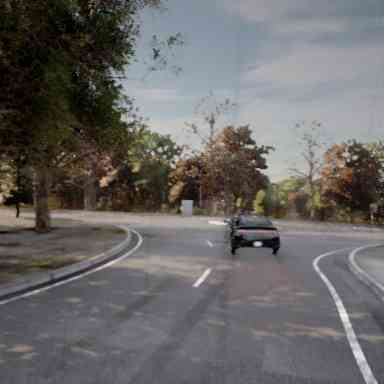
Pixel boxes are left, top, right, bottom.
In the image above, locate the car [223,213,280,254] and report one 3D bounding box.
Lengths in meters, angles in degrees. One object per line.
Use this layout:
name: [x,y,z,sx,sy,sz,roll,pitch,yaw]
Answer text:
car: [2.439,1.660,14.320,2.128,1.511,4.902,1,-1,2]
